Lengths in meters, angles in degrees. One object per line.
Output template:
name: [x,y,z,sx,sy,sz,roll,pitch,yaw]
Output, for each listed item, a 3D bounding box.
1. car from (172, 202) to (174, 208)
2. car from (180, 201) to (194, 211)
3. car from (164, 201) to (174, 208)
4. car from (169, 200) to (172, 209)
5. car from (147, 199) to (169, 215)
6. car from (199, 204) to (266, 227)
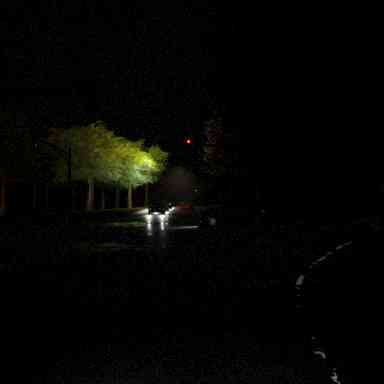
car: [-4.638,2.105,59.570,2.097,1.767,4.553,0,-1,-1]
car: [-0.768,2.062,50.923,1.882,1.535,5.008,0,-1,-1]
car: [-4.804,2.595,69.642,1.895,1.301,4.718,0,-2,-1]
car: [-4.405,2.079,49.084,1.812,1.442,4.674,0,-1,-1]
car: [-4.196,1.902,40.092,1.837,1.490,4.892,0,-1,-1]
car: [2.500,1.430,20.896,4.181,1.385,1.994,-3,-2,2]
